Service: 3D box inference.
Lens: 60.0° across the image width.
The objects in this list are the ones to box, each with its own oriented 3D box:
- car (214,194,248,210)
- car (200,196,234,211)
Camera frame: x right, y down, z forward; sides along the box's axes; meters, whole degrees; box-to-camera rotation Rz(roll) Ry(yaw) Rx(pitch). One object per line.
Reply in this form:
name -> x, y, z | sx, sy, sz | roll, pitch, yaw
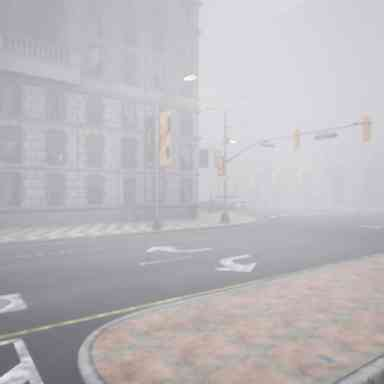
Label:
car -> 5.009, 1.284, 45.054 | 2.150, 2.045, 5.566 | 0, 0, -37
car -> 2.837, 1.619, 42.088 | 1.994, 1.385, 4.181 | 0, 0, -36
